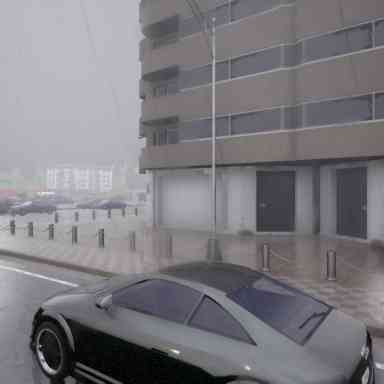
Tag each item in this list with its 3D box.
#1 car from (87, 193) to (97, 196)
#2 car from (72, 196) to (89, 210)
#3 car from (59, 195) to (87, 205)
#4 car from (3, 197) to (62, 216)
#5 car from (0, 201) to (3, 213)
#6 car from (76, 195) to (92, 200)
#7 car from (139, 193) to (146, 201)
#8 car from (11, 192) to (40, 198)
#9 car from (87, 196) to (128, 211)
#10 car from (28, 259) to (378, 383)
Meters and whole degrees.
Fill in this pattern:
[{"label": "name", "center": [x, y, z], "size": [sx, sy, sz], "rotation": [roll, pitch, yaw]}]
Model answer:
[{"label": "car", "center": [-26.761, 1.211, 88.129], "size": [1.905, 1.878, 3.866], "rotation": [0, 0, 35]}, {"label": "car", "center": [-12.771, 1.602, 44.386], "size": [2.033, 1.411, 5.357], "rotation": [0, 0, 35]}, {"label": "car", "center": [-22.913, 1.451, 64.145], "size": [1.970, 1.475, 3.806], "rotation": [0, 0, 35]}, {"label": "car", "center": [-16.007, 1.581, 33.572], "size": [1.812, 1.442, 4.674], "rotation": [0, 0, 35]}, {"label": "car", "center": [-20.075, 1.603, 33.889], "size": [2.033, 1.411, 5.357], "rotation": [0, 0, 35]}, {"label": "car", "center": [-29.125, 1.451, 89.800], "size": [1.970, 1.475, 3.806], "rotation": [0, 0, 35]}, {"label": "car", "center": [-10.671, 1.211, 76.895], "size": [1.905, 1.878, 3.866], "rotation": [0, 0, 35]}, {"label": "car", "center": [-36.801, 1.209, 73.771], "size": [1.932, 1.855, 4.605], "rotation": [0, 0, 35]}, {"label": "car", "center": [-10.373, 1.581, 41.687], "size": [1.812, 1.442, 4.674], "rotation": [0, 0, 35]}, {"label": "car", "center": [-0.122, 1.564, 4.068], "size": [4.181, 1.385, 1.994], "rotation": [0, 0, 35]}]
